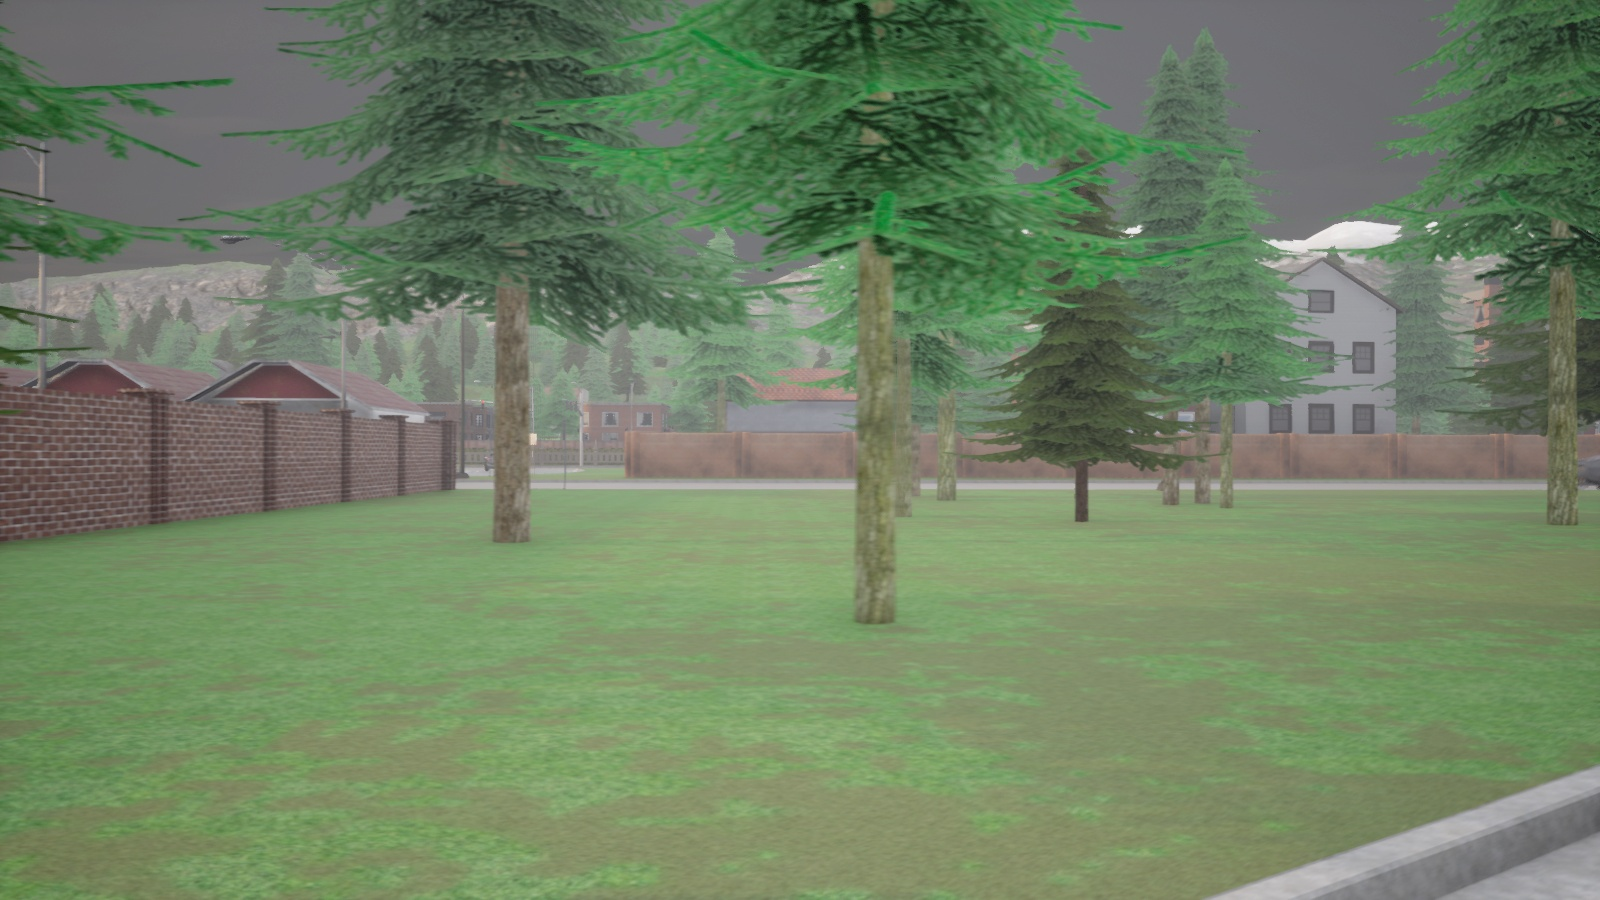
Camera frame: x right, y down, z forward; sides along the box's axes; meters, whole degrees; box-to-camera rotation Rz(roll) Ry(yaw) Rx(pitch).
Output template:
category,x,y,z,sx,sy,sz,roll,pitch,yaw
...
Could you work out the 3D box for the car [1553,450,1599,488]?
category,x,y,z,sx,sy,sz,roll,pitch,yaw
car,33.608,0.761,50.914,4.902,1.511,2.128,0,0,-2
